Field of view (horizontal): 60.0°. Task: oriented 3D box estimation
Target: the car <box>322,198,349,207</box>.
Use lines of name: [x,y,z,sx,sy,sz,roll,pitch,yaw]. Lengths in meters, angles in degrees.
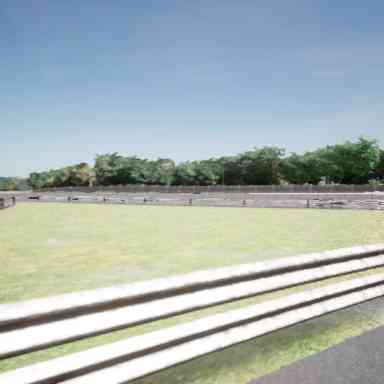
car: [23.155,1.649,54.428,4.674,1.442,1.812,0,2,27]
